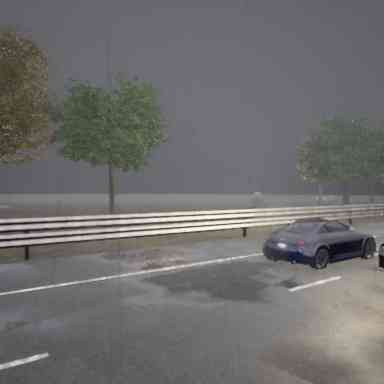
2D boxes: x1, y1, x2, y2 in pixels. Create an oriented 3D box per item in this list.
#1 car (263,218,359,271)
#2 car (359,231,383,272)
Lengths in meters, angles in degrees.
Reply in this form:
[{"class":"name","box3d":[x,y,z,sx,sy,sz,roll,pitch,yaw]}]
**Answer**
[{"class":"car","box3d":[4.337,1.585,11.158,4.181,1.385,1.994,0,0,-36]},{"class":"car","box3d":[6.682,1.513,8.535,4.902,1.511,2.128,0,0,-36]}]
